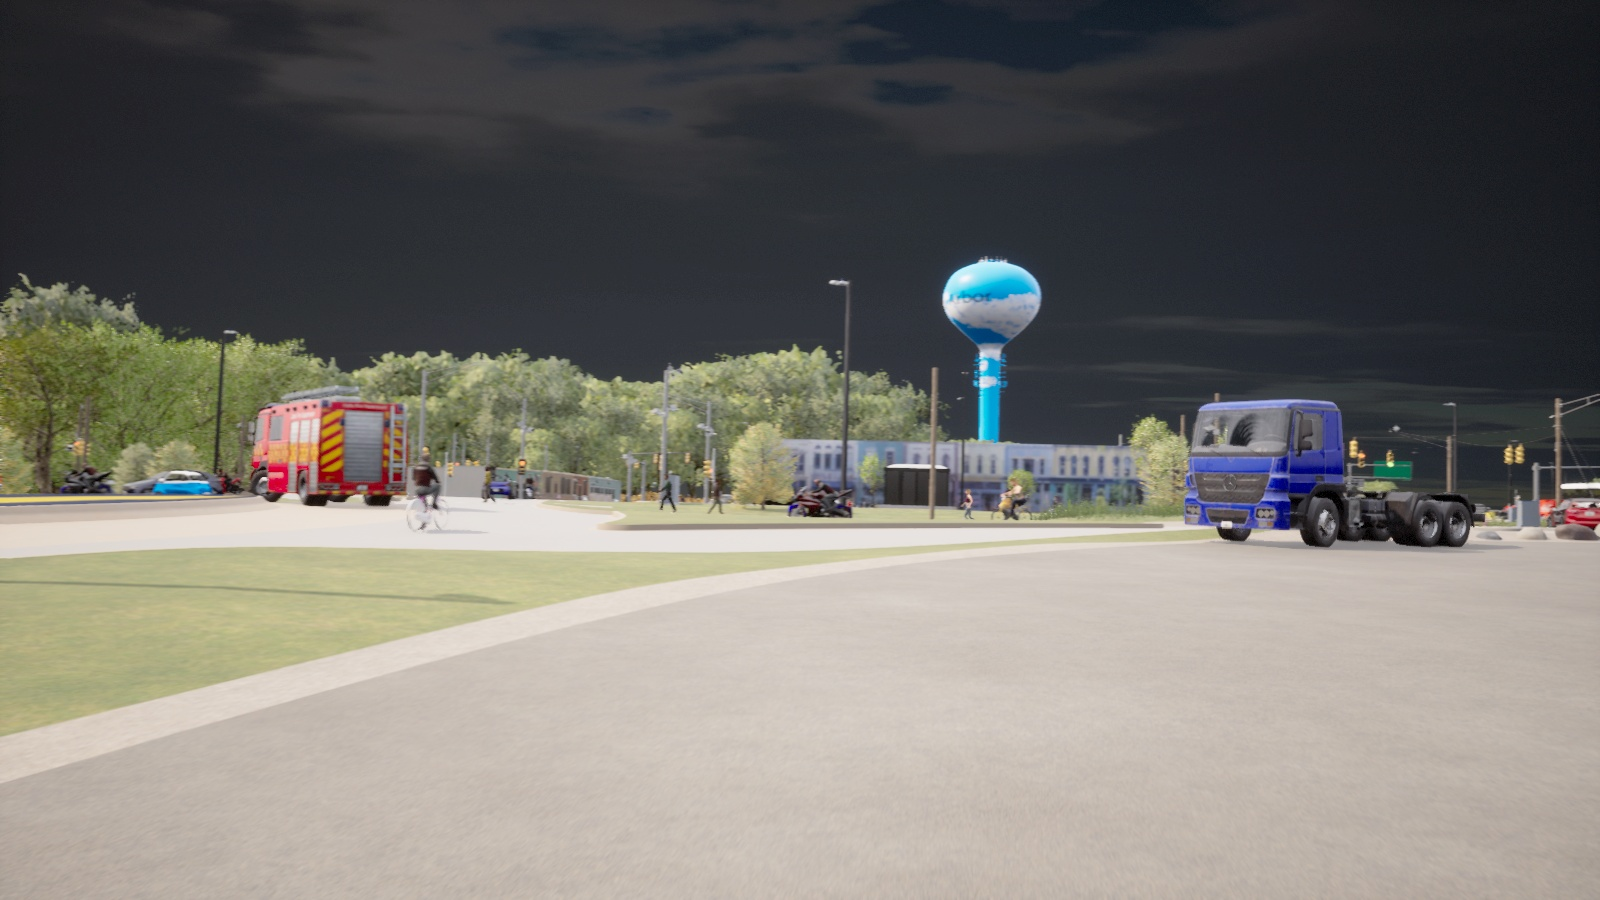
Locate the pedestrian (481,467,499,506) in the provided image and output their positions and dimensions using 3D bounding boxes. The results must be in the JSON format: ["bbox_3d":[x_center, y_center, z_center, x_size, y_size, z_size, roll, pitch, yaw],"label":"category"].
[{"bbox_3d":[-14.814,1.739,60.096,0.726,1.835,0.370,2,-4,-7],"label":"pedestrian"}]

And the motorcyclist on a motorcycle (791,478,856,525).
[{"bbox_3d":[0.796,1.761,42.677,2.191,1.530,0.866,1,-4,0],"label":"motorcyclist on a motorcycle"}]

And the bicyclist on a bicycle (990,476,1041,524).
[{"bbox_3d":[7.416,1.726,43.300,1.509,1.612,0.866,1,-3,-11],"label":"bicyclist on a bicycle"}]

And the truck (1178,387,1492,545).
[{"bbox_3d":[13.202,0.476,30.765,7.936,3.462,2.891,2,-2,-30],"label":"truck"}]

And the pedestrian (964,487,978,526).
[{"bbox_3d":[8.117,2.680,59.649,0.594,1.836,0.345,1,-4,5],"label":"pedestrian"}]

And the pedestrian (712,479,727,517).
[{"bbox_3d":[-3.934,2.341,61.496,0.703,1.840,0.431,2,-4,-5],"label":"pedestrian"}]

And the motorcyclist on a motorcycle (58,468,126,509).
[{"bbox_3d":[-27.430,1.519,48.655,2.191,1.530,0.866,-1,-4,10],"label":"motorcyclist on a motorcycle"}]

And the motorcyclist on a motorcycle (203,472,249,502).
[{"bbox_3d":[-29.898,1.923,65.437,0.797,1.523,2.044,-2,-2,36],"label":"motorcyclist on a motorcycle"}]

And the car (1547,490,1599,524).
[{"bbox_3d":[39.808,2.926,63.901,2.242,1.667,4.611,0,-3,20],"label":"car"}]

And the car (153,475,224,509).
[{"bbox_3d":[-25.824,1.803,53.047,2.207,1.376,1.481,-1,-4,11],"label":"car"}]

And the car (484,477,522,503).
[{"bbox_3d":[-18.007,2.412,76.208,1.816,1.474,4.193,2,-2,-8],"label":"car"}]

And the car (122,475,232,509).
[{"bbox_3d":[-29.022,1.932,58.572,1.816,1.474,4.193,0,0,43],"label":"car"}]

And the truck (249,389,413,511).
[{"bbox_3d":[-16.364,0.103,43.427,2.891,3.827,8.468,2,-2,-37],"label":"truck"}]

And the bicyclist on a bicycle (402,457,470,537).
[{"bbox_3d":[-8.322,1.047,28.795,0.659,1.776,1.843,0,-1,13],"label":"bicyclist on a bicycle"}]

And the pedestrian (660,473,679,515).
[{"bbox_3d":[-6.252,2.115,60.207,0.788,1.949,0.423,1,-4,-2],"label":"pedestrian"}]
